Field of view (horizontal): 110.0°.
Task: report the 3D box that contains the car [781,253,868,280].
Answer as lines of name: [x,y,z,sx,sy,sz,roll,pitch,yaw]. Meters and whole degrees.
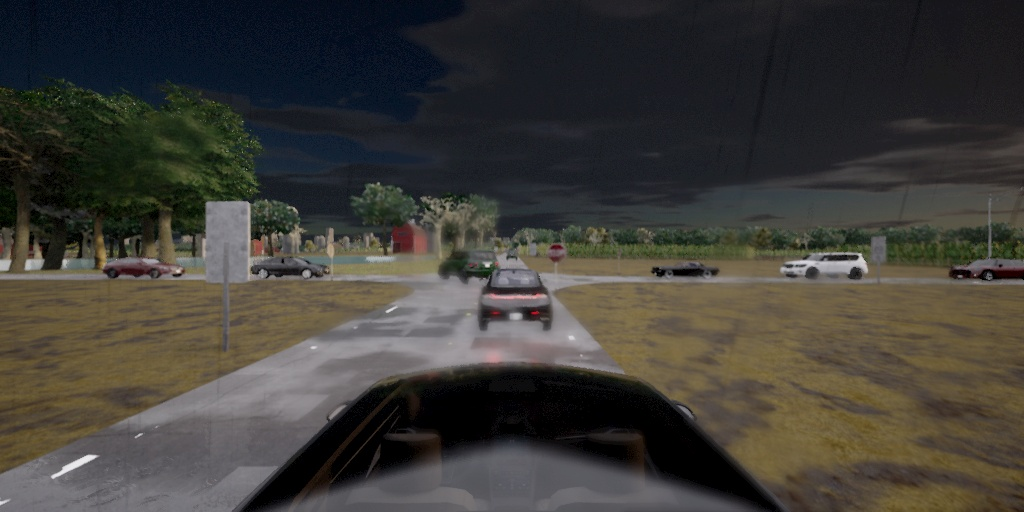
car: [24.190,0.759,27.838,5.566,2.045,2.150,0,0,0]

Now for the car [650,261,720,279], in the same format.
car: [13.307,1.058,27.800,4.718,1.301,1.895,0,0,-1]

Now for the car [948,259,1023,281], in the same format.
car: [37.084,1.005,27.817,4.553,1.767,2.097,1,0,2]

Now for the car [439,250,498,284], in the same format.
car: [-2.876,0.609,23.245,2.150,2.045,5.566,0,1,-32]

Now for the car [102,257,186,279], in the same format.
car: [-25.494,0.789,24.878,4.674,1.442,1.812,0,0,0]

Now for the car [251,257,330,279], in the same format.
car: [-15.281,0.803,24.935,4.892,1.490,1.837,0,0,-2]

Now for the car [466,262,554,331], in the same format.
car: [0.061,1.107,10.434,2.128,1.511,4.902,0,1,-1]
